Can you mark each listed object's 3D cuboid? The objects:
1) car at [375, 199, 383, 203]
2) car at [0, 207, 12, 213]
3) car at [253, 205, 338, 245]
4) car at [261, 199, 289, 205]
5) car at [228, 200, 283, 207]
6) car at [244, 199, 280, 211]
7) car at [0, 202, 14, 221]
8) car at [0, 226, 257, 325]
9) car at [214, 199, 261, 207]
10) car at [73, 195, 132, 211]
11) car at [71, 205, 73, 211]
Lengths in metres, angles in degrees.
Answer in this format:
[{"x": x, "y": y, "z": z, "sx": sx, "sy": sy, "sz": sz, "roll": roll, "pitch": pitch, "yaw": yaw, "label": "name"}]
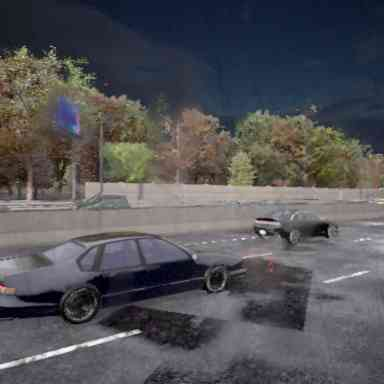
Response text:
[{"x": 29.059, "y": 1.843, "z": 50.414, "sx": 5.008, "sy": 1.535, "sz": 1.882, "roll": -1, "pitch": 1, "yaw": -35, "label": "car"}, {"x": -15.489, "y": 1.493, "z": 23.037, "sx": 4.902, "sy": 1.511, "sz": 2.128, "roll": 0, "pitch": 0, "yaw": -36, "label": "car"}, {"x": 5.074, "y": 1.567, "z": 15.967, "sx": 4.902, "sy": 1.511, "sz": 2.128, "roll": 0, "pitch": 0, "yaw": -36, "label": "car"}, {"x": 10.157, "y": 1.726, "z": 41.314, "sx": 4.674, "sy": 1.442, "sz": 1.812, "roll": 1, "pitch": 0, "yaw": -35, "label": "car"}, {"x": 5.667, "y": 1.692, "z": 29.527, "sx": 4.181, "sy": 1.385, "sz": 1.994, "roll": 0, "pitch": 0, "yaw": -35, "label": "car"}, {"x": 9.598, "y": 1.691, "z": 45.211, "sx": 5.008, "sy": 1.535, "sz": 1.882, "roll": 1, "pitch": 0, "yaw": -35, "label": "car"}, {"x": -17.159, "y": 1.551, "z": 26.144, "sx": 5.357, "sy": 1.411, "sz": 2.033, "roll": 0, "pitch": 0, "yaw": -35, "label": "car"}, {"x": -1.300, "y": 1.563, "z": 7.116, "sx": 5.357, "sy": 1.411, "sz": 2.033, "roll": 0, "pitch": 0, "yaw": -35, "label": "car"}, {"x": 3.994, "y": 1.622, "z": 32.632, "sx": 4.902, "sy": 1.511, "sz": 2.128, "roll": 0, "pitch": 0, "yaw": -35, "label": "car"}, {"x": -7.455, "y": 1.409, "z": 28.769, "sx": 4.553, "sy": 1.767, "sz": 2.097, "roll": 0, "pitch": 0, "yaw": -35, "label": "car"}, {"x": -8.740, "y": 1.284, "z": 32.148, "sx": 5.566, "sy": 2.045, "sz": 2.150, "roll": 0, "pitch": 0, "yaw": -35, "label": "car"}]
